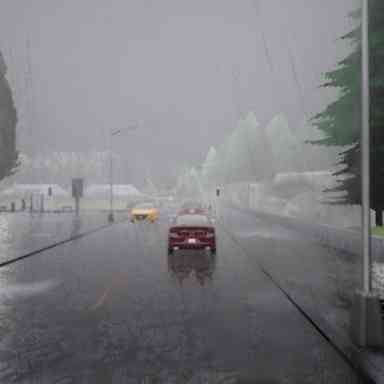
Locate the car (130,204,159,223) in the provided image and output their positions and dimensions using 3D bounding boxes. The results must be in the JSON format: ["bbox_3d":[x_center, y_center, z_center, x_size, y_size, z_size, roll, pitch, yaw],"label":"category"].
[{"bbox_3d":[-4.001,1.746,28.558,1.882,1.535,5.008,0,-1,0],"label":"car"}]

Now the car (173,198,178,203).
[{"bbox_3d":[-3.991,2.336,90.366,1.994,1.385,4.181,0,-1,0],"label":"car"}]

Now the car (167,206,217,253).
[{"bbox_3d":[0.008,1.614,14.461,1.882,1.535,5.008,0,0,0],"label":"car"}]

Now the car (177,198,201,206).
[{"bbox_3d":[0.006,1.622,29.085,2.097,1.767,4.553,0,-1,0],"label":"car"}]

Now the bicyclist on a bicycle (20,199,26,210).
[{"bbox_3d":[-24.109,1.791,47.447,0.582,1.620,1.656,0,0,0],"label":"bicyclist on a bicycle"}]
